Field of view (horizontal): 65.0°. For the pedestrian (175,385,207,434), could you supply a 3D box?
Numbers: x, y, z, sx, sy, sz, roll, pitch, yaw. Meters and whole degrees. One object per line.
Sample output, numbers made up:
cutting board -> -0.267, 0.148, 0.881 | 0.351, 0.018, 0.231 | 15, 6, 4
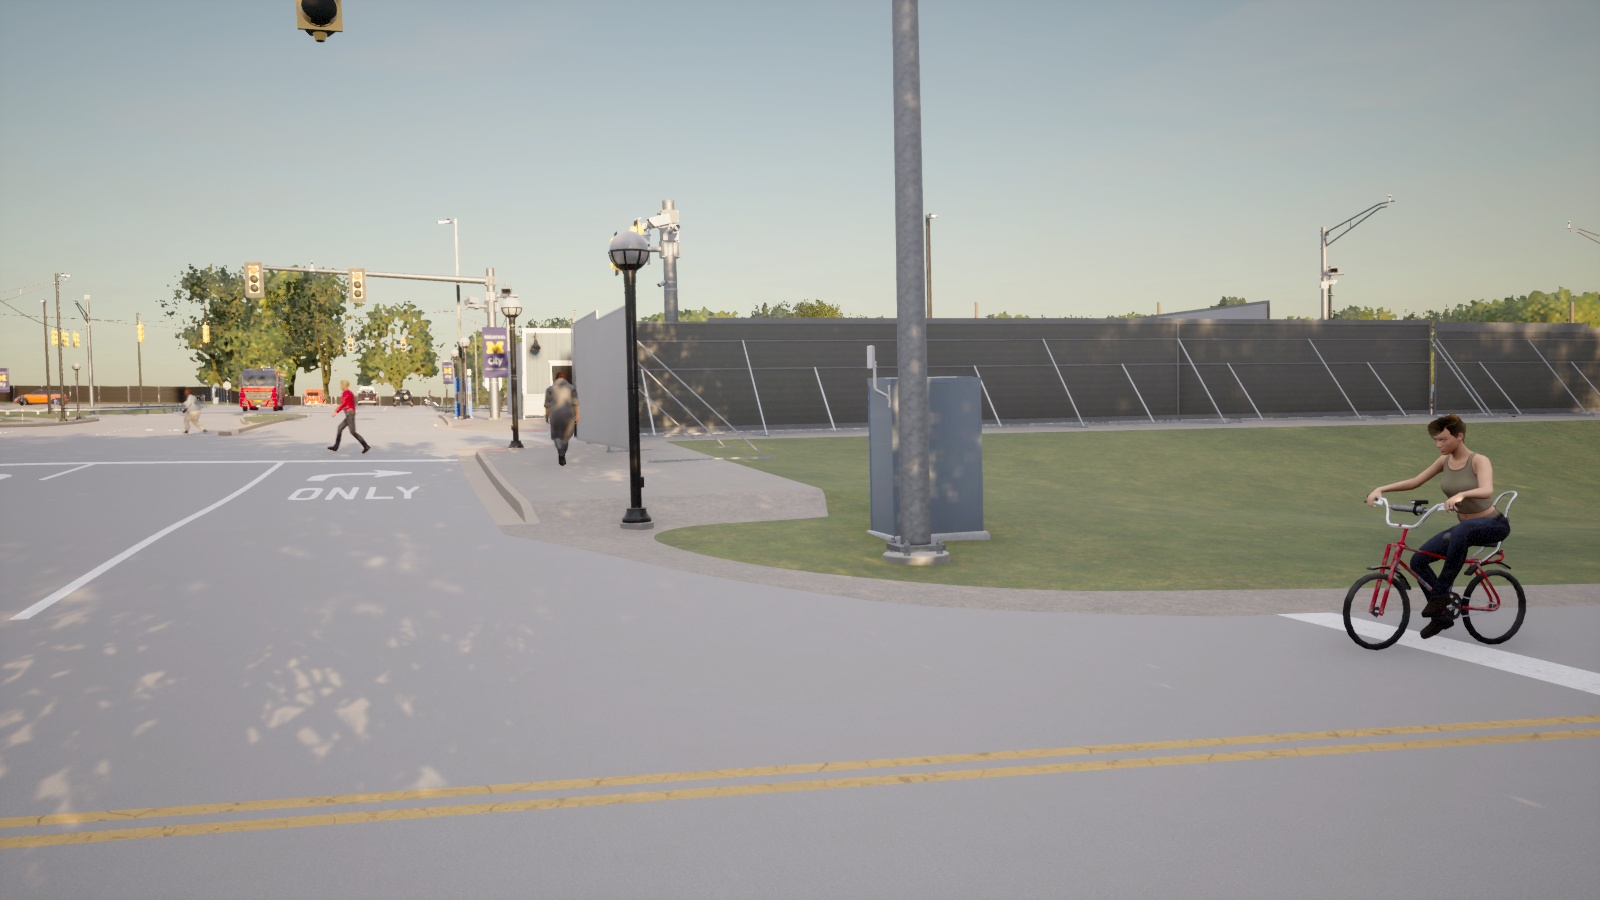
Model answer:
pedestrian -> -23.489, -1.549, 48.475 | 0.900, 1.855, 0.874 | -2, 2, -15

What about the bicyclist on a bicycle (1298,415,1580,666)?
bicyclist on a bicycle -> 4.374, 0.569, 8.650 | 1.509, 1.612, 0.866 | 0, 1, -14

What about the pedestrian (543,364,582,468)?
pedestrian -> -4.615, -0.666, 24.379 | 0.659, 1.952, 0.873 | -2, 2, -13

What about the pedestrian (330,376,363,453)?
pedestrian -> -10.946, -0.855, 30.309 | 0.636, 1.846, 0.331 | -2, 2, -7
